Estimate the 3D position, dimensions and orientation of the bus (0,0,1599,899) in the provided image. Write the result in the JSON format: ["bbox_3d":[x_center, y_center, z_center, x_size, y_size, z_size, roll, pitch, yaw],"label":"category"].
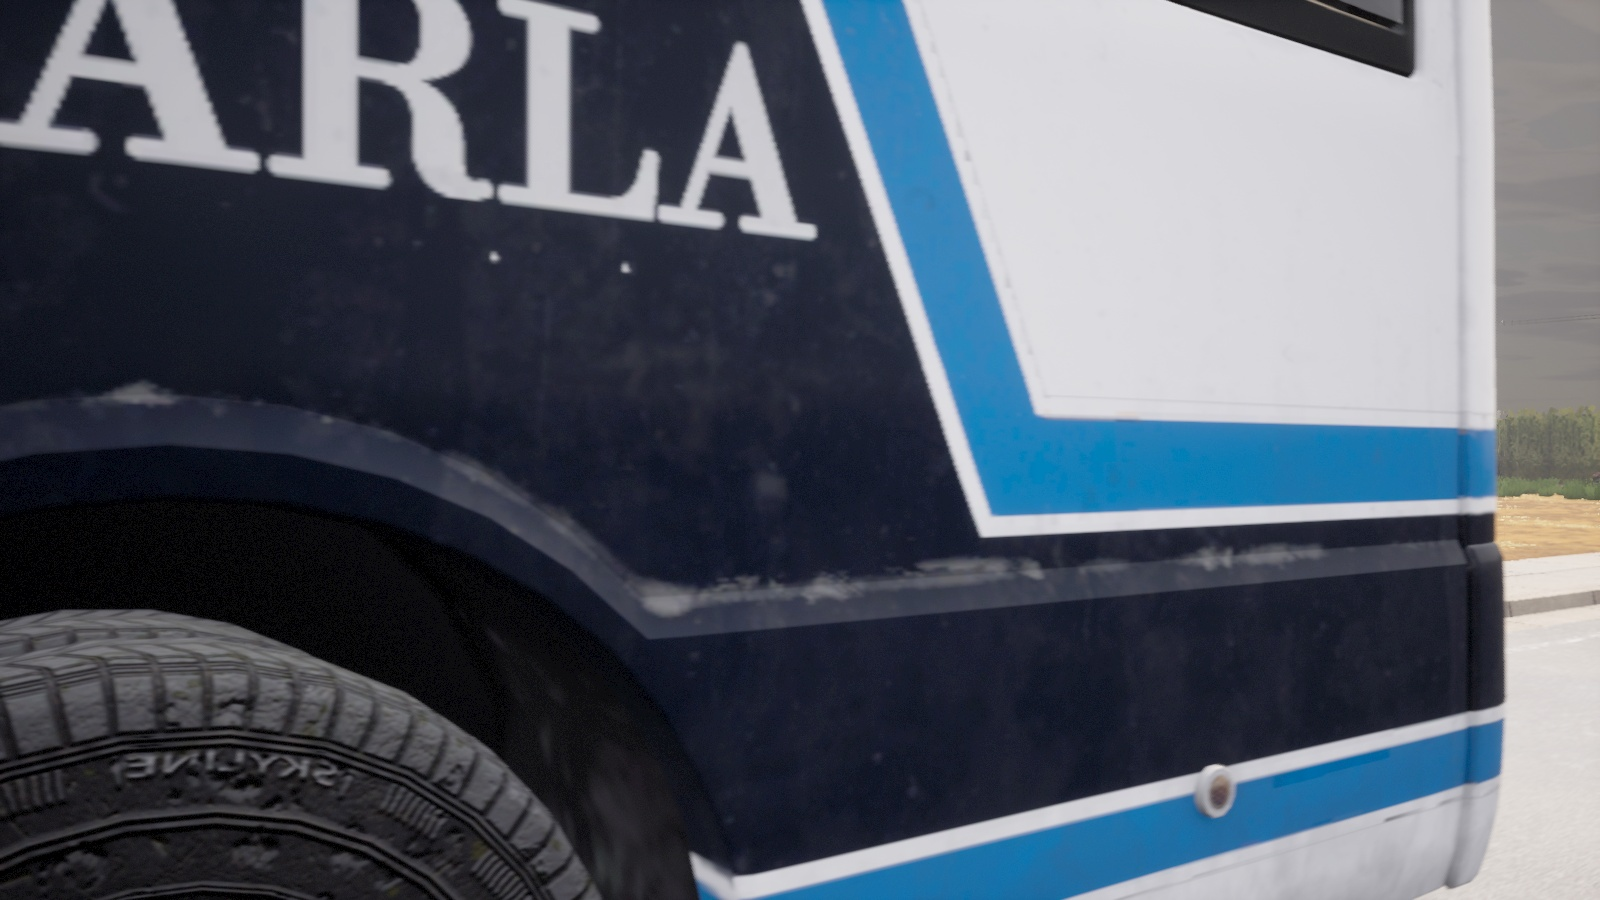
[{"bbox_3d":[-3.735,-0.624,1.062,10.273,4.253,3.944,0,0,-35],"label":"bus"}]

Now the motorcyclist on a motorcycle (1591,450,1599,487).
[{"bbox_3d":[36.017,0.809,54.879,0.766,1.649,2.350,0,0,-34],"label":"motorcyclist on a motorcycle"}]
